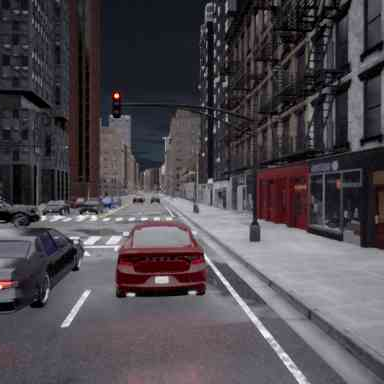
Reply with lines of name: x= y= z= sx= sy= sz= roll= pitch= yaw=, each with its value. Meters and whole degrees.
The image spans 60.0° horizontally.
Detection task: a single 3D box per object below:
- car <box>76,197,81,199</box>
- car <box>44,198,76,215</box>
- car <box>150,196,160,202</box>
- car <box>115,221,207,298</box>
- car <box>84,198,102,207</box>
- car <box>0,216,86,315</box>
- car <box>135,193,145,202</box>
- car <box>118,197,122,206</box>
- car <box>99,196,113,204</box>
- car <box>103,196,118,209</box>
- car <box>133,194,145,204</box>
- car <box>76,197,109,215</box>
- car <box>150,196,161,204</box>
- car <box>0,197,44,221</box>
car: x=-14.637 y=1.493 z=43.064 sx=1.882 sy=1.535 sz=5.008 roll=0 pitch=0 yaw=-6
car: x=-13.587 y=1.514 z=33.685 sx=1.837 sy=1.490 sz=4.892 roll=0 pitch=0 yaw=-6
car: x=-8.414 y=1.570 z=75.519 sx=2.033 sy=1.411 sz=5.357 roll=0 pitch=0 yaw=-6
car: x=-0.810 y=1.477 z=8.627 sx=1.882 sy=1.535 sz=5.008 roll=0 pitch=0 yaw=-6
car: x=-15.773 y=1.621 z=53.217 sx=1.895 sy=1.301 sz=4.718 roll=0 pitch=0 yaw=-6
car: x=-3.916 y=1.547 z=7.756 sx=2.033 sy=1.411 sz=5.357 roll=0 pitch=0 yaw=-6
car: x=-11.641 y=1.217 z=75.131 sx=2.097 sy=1.767 sz=4.553 roll=0 pitch=0 yaw=-6
car: x=-12.676 y=1.512 z=54.781 sx=2.128 sy=1.511 sz=4.902 roll=0 pitch=0 yaw=-6
car: x=-17.266 y=1.519 z=67.023 sx=2.128 sy=1.511 sz=4.902 roll=0 pitch=0 yaw=-6
car: x=-11.546 y=1.493 z=44.665 sx=1.882 sy=1.535 sz=5.008 roll=0 pitch=0 yaw=-6
car: x=-10.472 y=1.503 z=64.807 sx=1.882 sy=1.535 sz=5.008 roll=0 pitch=0 yaw=-6
car: x=-10.470 y=1.557 z=35.022 sx=2.033 sy=1.411 sz=5.357 roll=0 pitch=0 yaw=-6
car: x=-7.148 y=1.530 z=65.217 sx=1.837 sy=1.490 sz=4.892 roll=0 pitch=0 yaw=-6
car: x=-12.391 y=1.250 z=20.400 sx=5.566 sy=2.045 sz=2.150 roll=-1 pitch=1 yaw=-22
